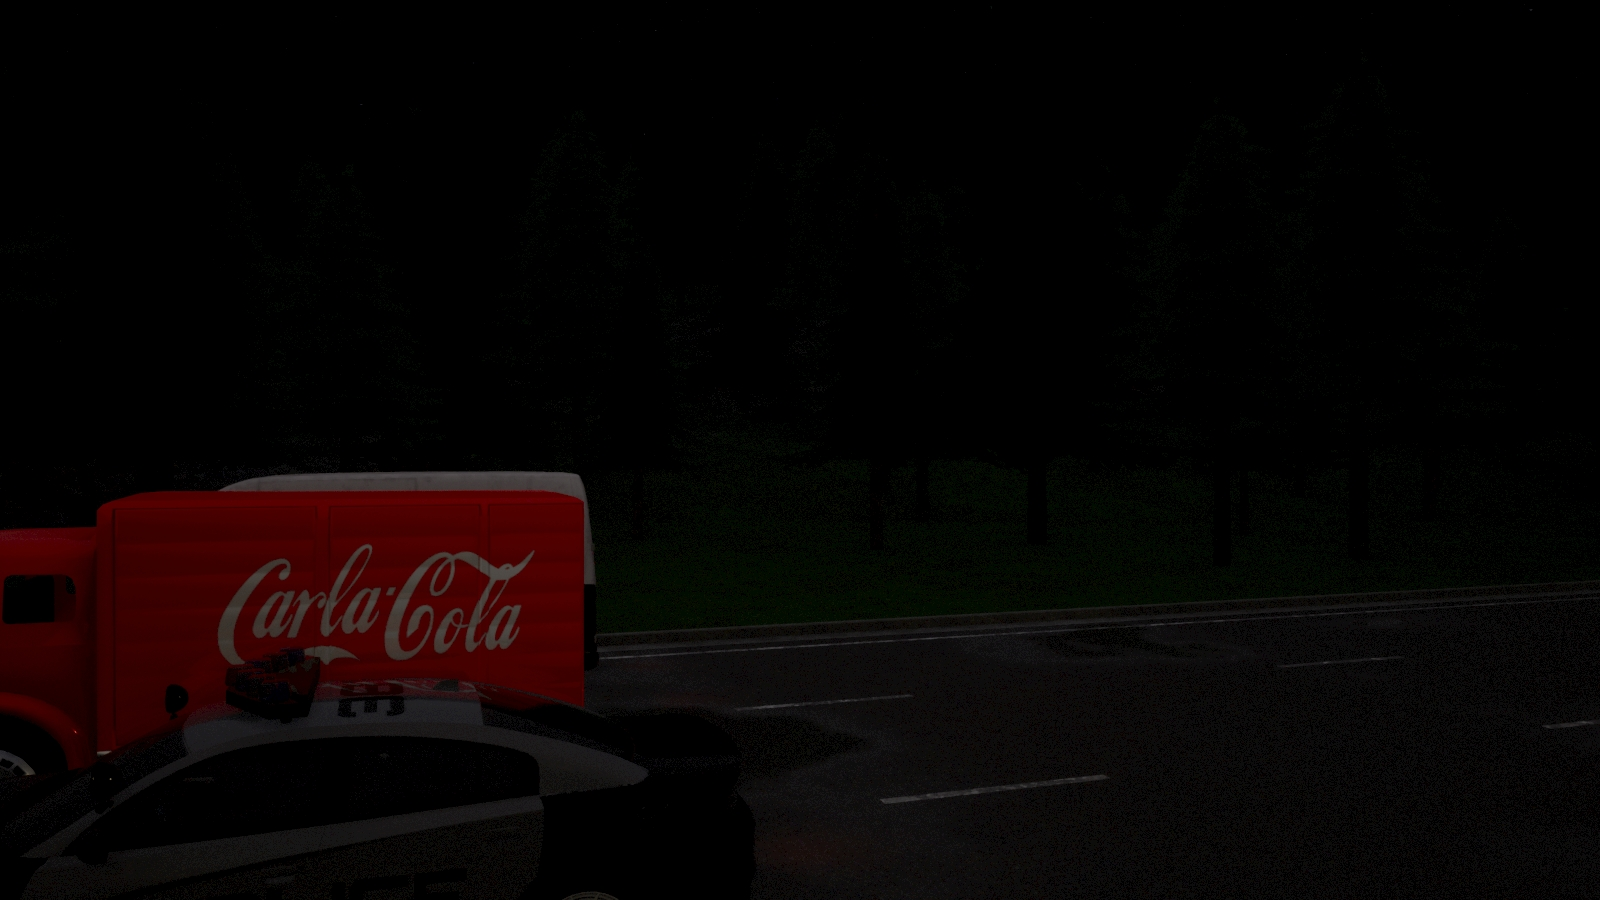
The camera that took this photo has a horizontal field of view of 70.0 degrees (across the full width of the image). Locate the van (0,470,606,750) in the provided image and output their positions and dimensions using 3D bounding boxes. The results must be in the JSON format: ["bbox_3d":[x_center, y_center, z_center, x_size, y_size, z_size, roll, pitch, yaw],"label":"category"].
[{"bbox_3d":[-5.250,1.534,12.548,5.915,2.561,1.988,0,0,-19],"label":"van"}]

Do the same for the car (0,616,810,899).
[{"bbox_3d":[-2.766,1.982,6.136,5.238,1.638,2.097,0,0,-20],"label":"car"}]

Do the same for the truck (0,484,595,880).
[{"bbox_3d":[-4.476,1.568,9.126,5.204,2.467,2.627,0,0,-21],"label":"truck"}]
